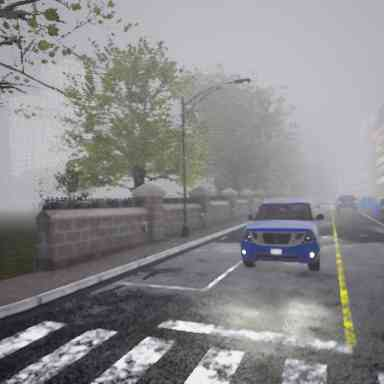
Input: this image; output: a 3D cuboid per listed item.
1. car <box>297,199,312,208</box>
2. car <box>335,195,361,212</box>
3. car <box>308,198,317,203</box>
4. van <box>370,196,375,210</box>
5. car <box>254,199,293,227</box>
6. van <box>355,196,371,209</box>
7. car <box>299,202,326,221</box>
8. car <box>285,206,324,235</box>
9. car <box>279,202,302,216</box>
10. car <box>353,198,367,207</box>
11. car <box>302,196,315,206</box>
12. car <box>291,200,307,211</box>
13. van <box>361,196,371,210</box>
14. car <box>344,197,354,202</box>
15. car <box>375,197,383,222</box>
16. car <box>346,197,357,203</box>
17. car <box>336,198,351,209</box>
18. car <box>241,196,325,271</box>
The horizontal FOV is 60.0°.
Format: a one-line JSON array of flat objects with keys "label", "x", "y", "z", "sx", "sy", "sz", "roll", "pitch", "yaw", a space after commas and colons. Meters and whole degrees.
[{"label": "car", "x": 19.167, "y": 1.938, "z": 56.532, "sx": 2.008, "sy": 1.369, "sz": 4.403, "roll": -1, "pitch": -1, "yaw": 22}, {"label": "car", "x": 18.593, "y": 1.335, "z": 40.067, "sx": 2.150, "sy": 2.045, "sz": 5.566, "roll": -2, "pitch": -1, "yaw": 23}, {"label": "car", "x": 29.726, "y": 2.107, "z": 82.051, "sx": 1.947, "sy": 1.339, "sz": 4.313, "roll": -1, "pitch": -1, "yaw": 22}, {"label": "van", "x": 16.347, "y": 1.302, "z": 27.814, "sx": 1.690, "sy": 1.788, "sz": 3.998, "roll": -1, "pitch": -1, "yaw": 22}, {"label": "car", "x": 6.496, "y": 1.518, "z": 25.912, "sx": 2.192, "sy": 1.841, "sz": 5.009, "roll": -1, "pitch": -1, "yaw": 22}, {"label": "van", "x": 24.794, "y": 1.425, "z": 48.230, "sx": 1.690, "sy": 1.788, "sz": 3.998, "roll": -1, "pitch": -1, "yaw": 22}, {"label": "car", "x": 10.788, "y": 1.694, "z": 29.525, "sx": 2.033, "sy": 1.411, "sz": 5.357, "roll": -2, "pitch": -1, "yaw": 22}, {"label": "car", "x": 6.962, "y": 1.655, "z": 20.289, "sx": 1.994, "sy": 1.385, "sz": 4.181, "roll": -2, "pitch": -1, "yaw": 22}, {"label": "car", "x": 10.722, "y": 1.831, "z": 36.117, "sx": 1.947, "sy": 1.339, "sz": 4.313, "roll": -1, "pitch": -1, "yaw": 22}, {"label": "car", "x": 26.972, "y": 1.641, "z": 53.488, "sx": 1.752, "sy": 1.417, "sz": 4.829, "roll": -1, "pitch": -1, "yaw": 22}, {"label": "car", "x": 23.389, "y": 1.764, "z": 66.742, "sx": 2.192, "sy": 1.841, "sz": 5.009, "roll": -1, "pitch": -1, "yaw": 22}, {"label": "car", "x": 14.879, "y": 1.850, "z": 46.168, "sx": 1.752, "sy": 1.417, "sz": 4.829, "roll": -1, "pitch": -1, "yaw": 22}, {"label": "van", "x": 22.682, "y": 1.394, "z": 43.127, "sx": 1.690, "sy": 1.788, "sz": 3.998, "roll": -1, "pitch": -1, "yaw": 22}, {"label": "car", "x": 39.577, "y": 1.864, "z": 83.955, "sx": 1.947, "sy": 1.339, "sz": 4.313, "roll": -1, "pitch": -1, "yaw": 22}, {"label": "car", "x": 14.235, "y": 1.245, "z": 22.711, "sx": 2.192, "sy": 1.841, "sz": 5.009, "roll": -1, "pitch": -1, "yaw": 22}, {"label": "car", "x": 35.353, "y": 1.803, "z": 73.746, "sx": 1.947, "sy": 1.339, "sz": 4.313, "roll": -1, "pitch": -1, "yaw": 22}, {"label": "car", "x": 22.555, "y": 1.697, "z": 49.630, "sx": 1.812, "sy": 1.442, "sz": 4.674, "roll": -2, "pitch": -1, "yaw": 23}, {"label": "car", "x": 3.292, "y": 1.260, "z": 11.448, "sx": 2.150, "sy": 2.045, "sz": 5.566, "roll": -2, "pitch": -1, "yaw": 22}]
